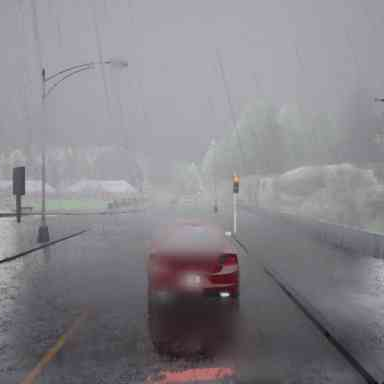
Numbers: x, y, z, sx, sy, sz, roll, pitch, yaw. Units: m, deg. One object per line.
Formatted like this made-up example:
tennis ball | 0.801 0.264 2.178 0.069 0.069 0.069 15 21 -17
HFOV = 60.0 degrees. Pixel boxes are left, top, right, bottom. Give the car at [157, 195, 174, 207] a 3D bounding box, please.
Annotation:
car | -4.132 1.526 50.822 1.812 1.442 4.674 0 0 0

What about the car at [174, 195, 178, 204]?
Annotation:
car | -4.125 1.526 60.740 1.812 1.442 4.674 0 0 1

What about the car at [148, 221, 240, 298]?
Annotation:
car | 0.053 1.478 8.591 1.882 1.535 5.008 0 0 0

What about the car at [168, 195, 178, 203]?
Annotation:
car | -4.052 1.500 70.905 1.837 1.490 4.892 0 0 0
